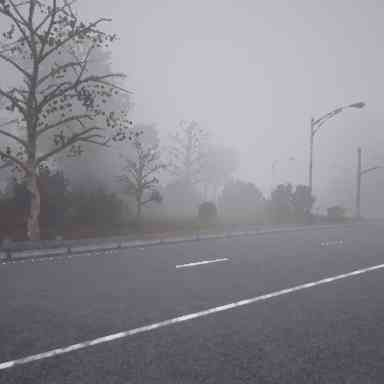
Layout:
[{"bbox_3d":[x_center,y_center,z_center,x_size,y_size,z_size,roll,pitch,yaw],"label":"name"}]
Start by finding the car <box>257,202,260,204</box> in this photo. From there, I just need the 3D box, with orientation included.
[{"bbox_3d":[10.879,1.940,61.062,2.128,1.511,4.902,3,1,-14],"label":"car"}]
